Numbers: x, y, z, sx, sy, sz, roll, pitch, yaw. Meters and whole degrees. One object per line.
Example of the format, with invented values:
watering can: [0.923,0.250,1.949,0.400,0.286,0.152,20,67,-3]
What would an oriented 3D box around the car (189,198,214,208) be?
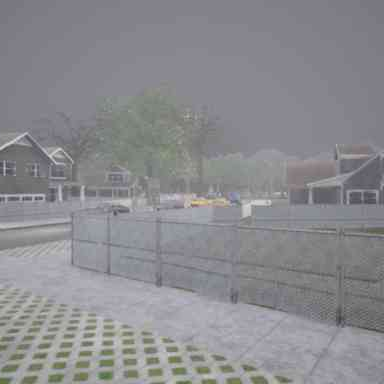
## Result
car: [1.079,1.548,45.829,1.882,1.535,5.008,0,0,18]

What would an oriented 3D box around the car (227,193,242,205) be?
car: [6.984,1.222,55.675,2.150,2.045,5.566,0,0,15]

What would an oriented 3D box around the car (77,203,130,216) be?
car: [-6.549,1.564,24.969,2.128,1.511,4.902,0,0,22]

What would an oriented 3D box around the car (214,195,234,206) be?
car: [4.052,1.548,45.724,1.882,1.535,5.008,0,0,17]

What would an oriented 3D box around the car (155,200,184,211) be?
car: [-2.332,1.610,35.931,1.837,1.490,4.892,0,0,20]
